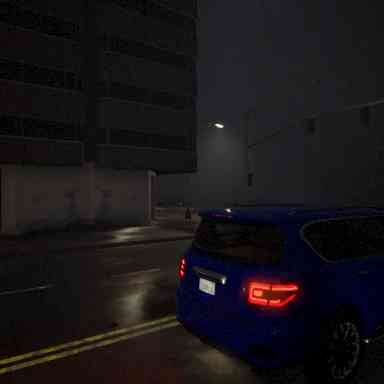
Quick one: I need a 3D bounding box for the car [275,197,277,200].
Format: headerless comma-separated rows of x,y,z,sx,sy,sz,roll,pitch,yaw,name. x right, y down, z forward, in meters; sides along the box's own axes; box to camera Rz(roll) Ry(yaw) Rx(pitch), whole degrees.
8.847,1.352,41.128,2.097,1.767,4.553,0,0,-35,car

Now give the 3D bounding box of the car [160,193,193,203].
-2.180,1.222,50.158,2.150,2.045,5.566,0,0,-35,car

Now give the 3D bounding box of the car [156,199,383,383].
2.380,1.221,5.507,5.566,2.045,2.150,0,0,-35,car

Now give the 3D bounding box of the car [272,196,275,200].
6.610,1.491,38.073,2.128,1.511,4.902,0,0,-36,car

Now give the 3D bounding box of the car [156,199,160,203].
-6.307,1.547,49.900,2.033,1.411,5.357,0,0,-36,car

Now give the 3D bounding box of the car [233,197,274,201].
5.405,1.491,33.789,2.128,1.511,4.902,0,0,-36,car
